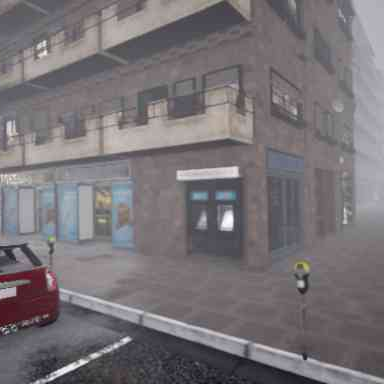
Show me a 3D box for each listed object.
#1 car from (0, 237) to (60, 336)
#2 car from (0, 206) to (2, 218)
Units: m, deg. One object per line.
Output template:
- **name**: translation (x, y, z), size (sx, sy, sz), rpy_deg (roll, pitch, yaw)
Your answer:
- **car**: translation (-4.205, 1.469, 5.858), size (4.097, 1.590, 1.967), rpy_deg (0, -1, 36)
- **car**: translation (-16.829, 1.706, 28.224), size (1.947, 1.339, 4.313), rpy_deg (-2, -1, 36)
